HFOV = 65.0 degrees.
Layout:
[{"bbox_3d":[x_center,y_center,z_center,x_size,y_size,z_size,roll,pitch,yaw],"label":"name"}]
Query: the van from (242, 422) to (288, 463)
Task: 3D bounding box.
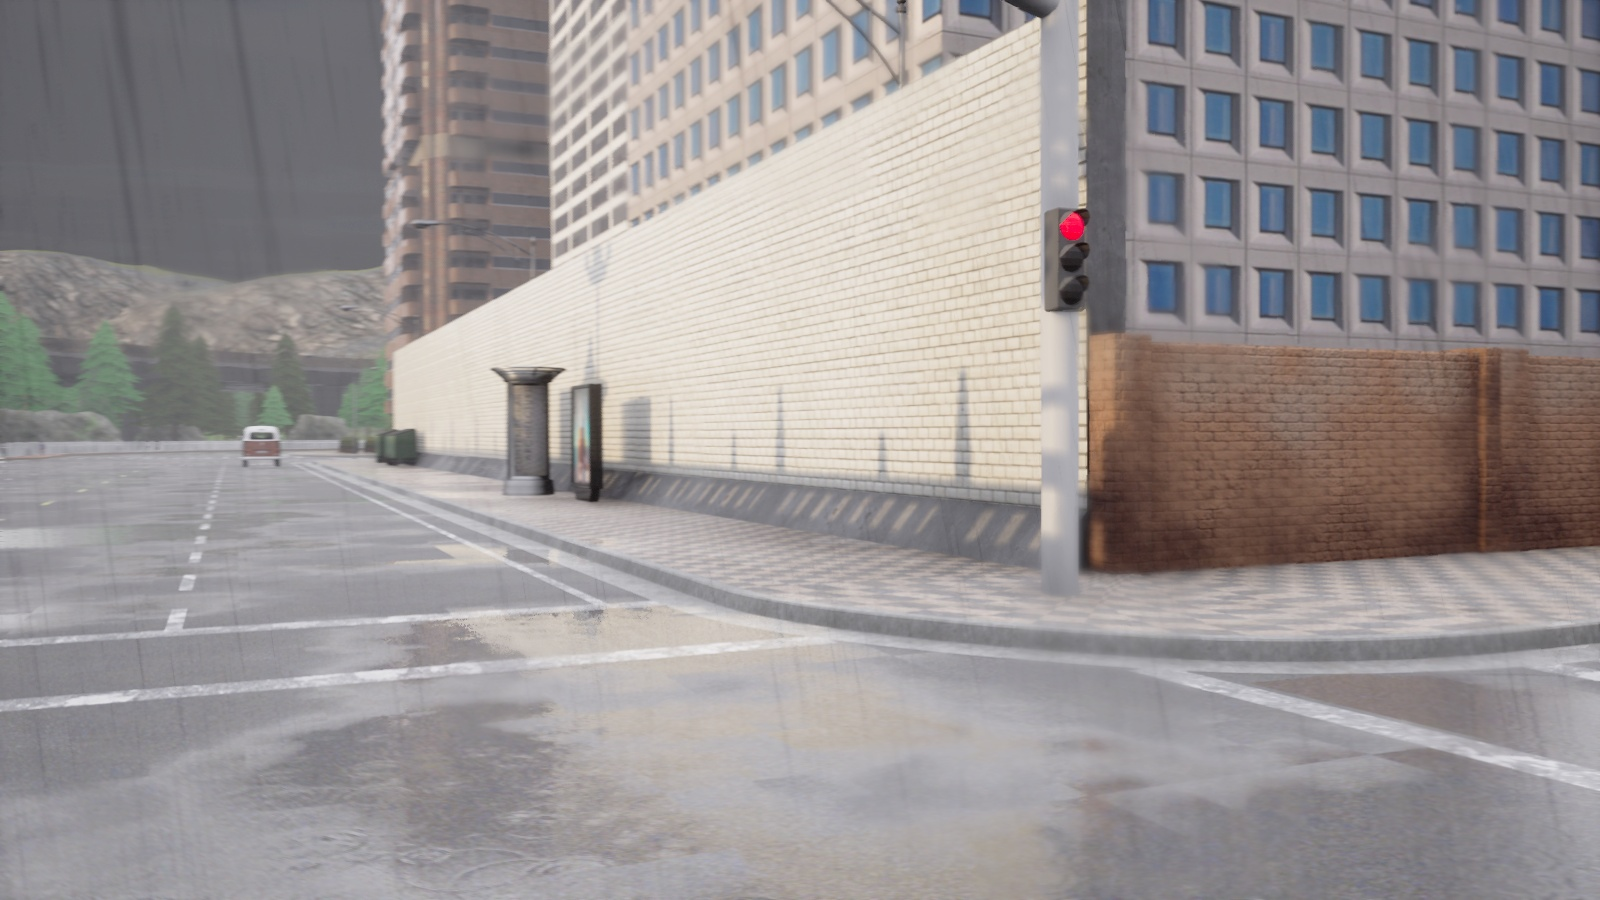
[{"bbox_3d":[-27.321,-0.397,64.106,2.069,2.038,4.480,0,1,-24],"label":"van"}]
